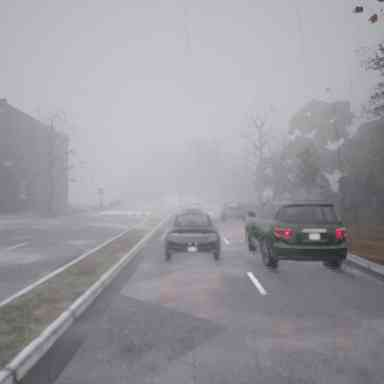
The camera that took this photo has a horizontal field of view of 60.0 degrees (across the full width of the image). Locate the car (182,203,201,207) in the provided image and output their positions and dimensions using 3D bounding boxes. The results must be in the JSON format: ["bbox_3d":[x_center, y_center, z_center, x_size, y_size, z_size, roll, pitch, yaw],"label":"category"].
[{"bbox_3d":[0.036,1.654,28.295,1.812,1.442,4.674,0,0,0],"label":"car"}]

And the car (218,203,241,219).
[{"bbox_3d":[3.280,1.618,27.640,2.128,1.511,4.902,0,0,0],"label":"car"}]

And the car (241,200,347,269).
[{"bbox_3d":[3.278,1.276,11.510,2.150,2.045,5.566,0,0,1],"label":"car"}]

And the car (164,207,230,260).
[{"bbox_3d":[0.037,1.550,12.621,2.128,1.511,4.902,0,0,1],"label":"car"}]
